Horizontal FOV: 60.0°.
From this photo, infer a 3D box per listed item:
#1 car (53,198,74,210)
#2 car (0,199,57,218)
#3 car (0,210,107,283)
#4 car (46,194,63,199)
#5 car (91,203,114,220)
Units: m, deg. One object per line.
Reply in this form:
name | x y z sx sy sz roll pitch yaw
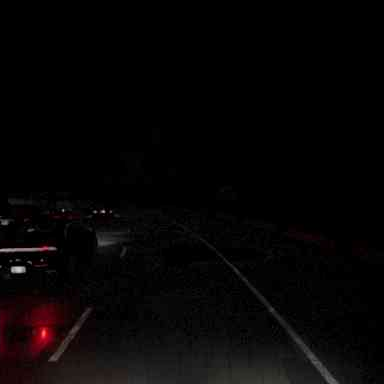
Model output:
car | -13.774 1.636 35.672 1.812 1.442 4.674 0 0 -20
car | -8.610 1.410 16.846 2.097 1.767 4.553 0 0 -10
car | -4.099 1.523 9.830 2.128 1.511 4.902 0 0 -5
car | -32.520 1.472 78.832 5.566 2.045 2.150 0 0 44
car | -7.708 1.627 28.668 2.033 1.411 5.357 0 0 -16
